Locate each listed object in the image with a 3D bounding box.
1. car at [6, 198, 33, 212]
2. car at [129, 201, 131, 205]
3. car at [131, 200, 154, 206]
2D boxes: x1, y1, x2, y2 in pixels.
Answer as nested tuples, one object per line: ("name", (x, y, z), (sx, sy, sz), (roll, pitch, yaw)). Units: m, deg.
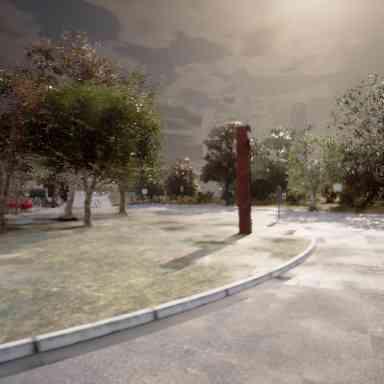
("car", (-26.337, 1.861, 48.528), (5.566, 2.045, 2.150), (-1, -1, -21))
("car", (-12.167, 2.831, 81.917), (5.008, 1.535, 2.097), (-2, -3, -15))
("car", (-11.438, 2.670, 79.265), (4.892, 1.521, 2.231), (-2, -3, -15))
